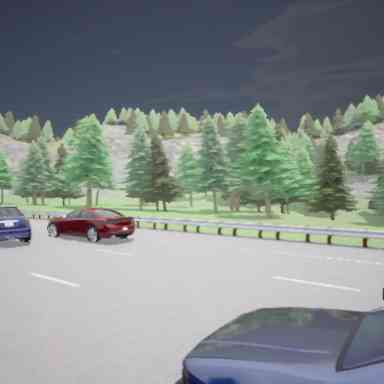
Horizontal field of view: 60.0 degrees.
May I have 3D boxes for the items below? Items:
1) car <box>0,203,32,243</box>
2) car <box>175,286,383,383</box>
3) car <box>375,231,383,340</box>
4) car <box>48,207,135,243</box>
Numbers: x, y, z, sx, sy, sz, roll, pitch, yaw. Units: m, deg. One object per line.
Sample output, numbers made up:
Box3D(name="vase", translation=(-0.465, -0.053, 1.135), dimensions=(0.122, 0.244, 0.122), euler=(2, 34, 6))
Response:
Box3D(name="car", translation=(-9.195, 1.352, 14.845), dimensions=(4.553, 1.767, 2.097), euler=(0, 0, 35))
Box3D(name="car", translation=(2.434, 1.547, 2.259), dimensions=(5.357, 1.411, 2.033), euler=(0, 0, 35))
Box3D(name="car", translation=(5.409, 1.477, 4.434), dimensions=(5.008, 1.535, 1.882), euler=(0, 0, 36))
Box3D(name="car", translation=(-4.970, 1.478, 16.132), dimensions=(5.008, 1.535, 1.882), euler=(0, 0, 35))
